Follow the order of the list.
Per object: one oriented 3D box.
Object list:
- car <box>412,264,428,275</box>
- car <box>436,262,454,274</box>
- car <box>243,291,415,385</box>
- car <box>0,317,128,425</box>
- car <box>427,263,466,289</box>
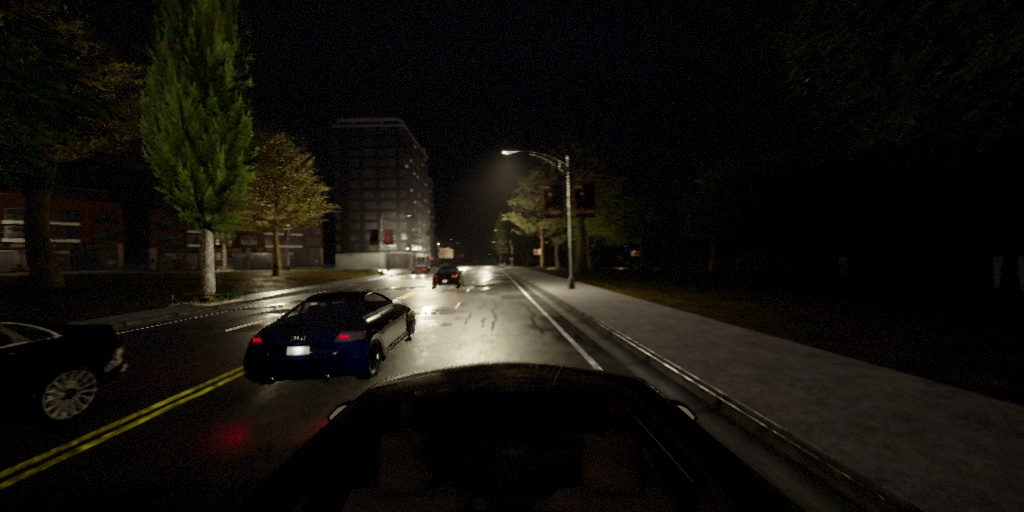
[{"bbox_3d":[-12.487,1.822,49.565,1.994,1.385,4.181,-1,0,-3],"label":"car"},{"bbox_3d":[-9.254,1.657,49.907,1.882,1.535,5.008,-1,-1,-3],"label":"car"},{"bbox_3d":[-3.356,1.408,7.428,1.994,1.385,4.181,-1,0,-3],"label":"car"},{"bbox_3d":[-6.561,1.410,3.215,2.128,1.511,4.902,-1,0,-3],"label":"car"},{"bbox_3d":[-4.413,1.449,25.085,1.812,1.442,4.674,-1,0,-3],"label":"car"}]
